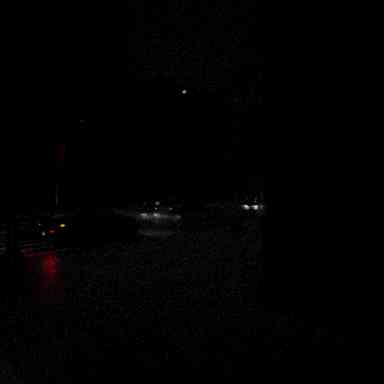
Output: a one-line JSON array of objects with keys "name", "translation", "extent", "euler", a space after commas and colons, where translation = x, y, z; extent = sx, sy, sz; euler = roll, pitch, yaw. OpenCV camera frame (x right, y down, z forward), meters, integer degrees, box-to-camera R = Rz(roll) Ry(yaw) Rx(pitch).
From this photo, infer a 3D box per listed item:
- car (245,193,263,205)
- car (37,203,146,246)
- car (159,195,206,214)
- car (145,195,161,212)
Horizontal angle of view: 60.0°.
[{"name": "car", "translation": [9.990, 0.997, 51.810], "extent": [2.097, 1.767, 4.553], "euler": [0, 1, 35]}, {"name": "car", "translation": [-4.395, 1.387, 14.657], "extent": [1.812, 1.442, 4.674], "euler": [0, 0, 34]}, {"name": "car", "translation": [-0.496, 1.252, 31.509], "extent": [2.128, 1.511, 4.902], "euler": [0, 0, 35]}, {"name": "car", "translation": [-2.889, 1.094, 33.750], "extent": [2.097, 1.767, 4.553], "euler": [0, 0, 35]}]
